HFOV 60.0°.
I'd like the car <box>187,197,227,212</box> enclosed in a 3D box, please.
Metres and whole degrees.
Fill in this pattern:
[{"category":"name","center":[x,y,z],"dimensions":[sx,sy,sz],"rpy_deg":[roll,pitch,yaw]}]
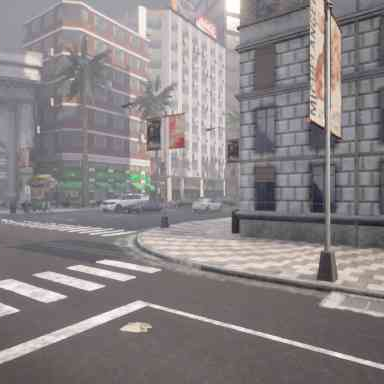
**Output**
[{"category":"car","center":[1.829,1.526,38.761],"dimensions":[1.812,1.442,4.674],"rpy_deg":[0,0,36]}]

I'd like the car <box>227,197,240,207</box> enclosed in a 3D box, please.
[{"category":"car","center":[7.483,1.564,51.198],"dimensions":[4.181,1.385,1.994],"rpy_deg":[0,0,-43]}]

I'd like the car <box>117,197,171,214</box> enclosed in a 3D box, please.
[{"category":"car","center":[-5.014,1.547,35.625],"dimensions":[2.033,1.411,5.357],"rpy_deg":[0,0,36]}]

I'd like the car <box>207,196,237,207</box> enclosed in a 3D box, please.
[{"category":"car","center":[4.926,1.491,53.578],"dimensions":[4.902,1.511,2.128],"rpy_deg":[0,0,-44]}]

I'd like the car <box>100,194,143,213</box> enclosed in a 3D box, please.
[{"category":"car","center":[-7.728,1.221,37.819],"dimensions":[2.150,2.045,5.566],"rpy_deg":[0,0,36]}]

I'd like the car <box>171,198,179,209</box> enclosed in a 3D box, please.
[{"category":"car","center":[-1.727,1.526,45.821],"dimensions":[1.812,1.442,4.674],"rpy_deg":[0,0,37]}]

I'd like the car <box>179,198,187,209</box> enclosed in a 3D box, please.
[{"category":"car","center":[0.951,1.478,43.602],"dimensions":[1.882,1.535,5.008],"rpy_deg":[0,0,38]}]
